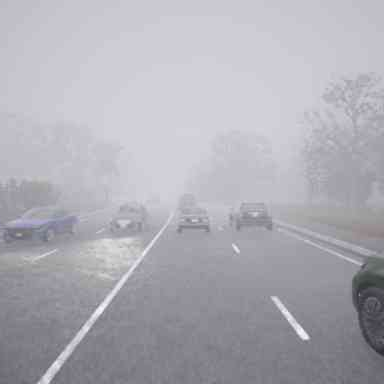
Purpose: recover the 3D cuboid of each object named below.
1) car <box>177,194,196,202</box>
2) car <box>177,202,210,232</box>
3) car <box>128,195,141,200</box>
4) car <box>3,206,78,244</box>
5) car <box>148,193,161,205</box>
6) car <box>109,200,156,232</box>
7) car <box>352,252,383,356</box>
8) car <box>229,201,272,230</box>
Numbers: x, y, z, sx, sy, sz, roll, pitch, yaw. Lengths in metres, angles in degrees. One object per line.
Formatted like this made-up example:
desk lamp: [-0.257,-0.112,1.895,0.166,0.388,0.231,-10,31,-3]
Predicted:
car: [-0.716,1.230,42.401,2.150,2.045,5.566,0,0,-4]
car: [0.080,1.551,19.927,2.033,1.411,5.357,0,0,0]
car: [-9.880,1.356,57.356,2.097,1.767,4.553,0,0,-10]
car: [-7.119,1.481,16.165,1.882,1.535,5.008,0,0,0]
car: [-6.858,1.230,60.618,2.150,2.045,5.566,0,0,-11]
car: [-3.638,1.495,20.046,2.128,1.511,4.902,0,0,0]
car: [3.599,1.222,2.900,2.150,2.045,5.566,0,0,0]
car: [3.568,1.356,20.992,2.097,1.767,4.553,0,0,0]
